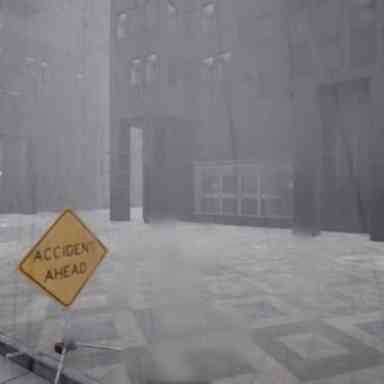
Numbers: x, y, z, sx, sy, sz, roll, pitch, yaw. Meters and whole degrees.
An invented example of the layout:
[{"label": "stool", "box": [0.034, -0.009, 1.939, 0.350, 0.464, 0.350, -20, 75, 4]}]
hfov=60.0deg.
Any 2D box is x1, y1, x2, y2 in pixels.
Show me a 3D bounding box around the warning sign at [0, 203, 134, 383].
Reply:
[{"label": "warning sign", "box": [-1.581, 1.103, 4.169, 1.060, 1.860, 1.300, 0, 0, 35]}]
